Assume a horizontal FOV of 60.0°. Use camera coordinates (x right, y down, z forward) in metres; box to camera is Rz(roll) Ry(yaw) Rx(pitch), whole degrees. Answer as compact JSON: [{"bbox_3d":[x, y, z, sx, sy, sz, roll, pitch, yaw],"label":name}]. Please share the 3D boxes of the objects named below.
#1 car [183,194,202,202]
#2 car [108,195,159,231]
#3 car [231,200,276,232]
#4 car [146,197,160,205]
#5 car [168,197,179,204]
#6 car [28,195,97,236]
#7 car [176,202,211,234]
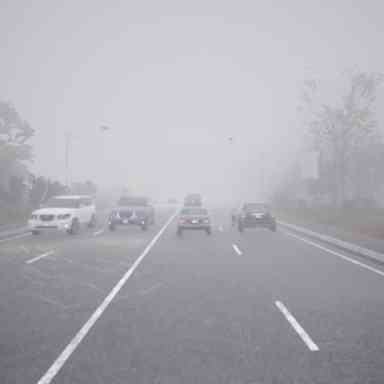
[{"bbox_3d":[0.108,1.223,41.502,2.150,2.045,5.566,0,0,0],"label":"car"},{"bbox_3d":[-3.596,1.222,20.728,2.150,2.045,5.566,0,0,0],"label":"car"},{"bbox_3d":[3.603,1.353,20.273,2.097,1.767,4.553,0,0,0],"label":"car"},{"bbox_3d":[-7.029,1.566,59.877,1.994,1.385,4.181,0,0,1],"label":"car"},{"bbox_3d":[-3.513,1.603,62.239,1.895,1.301,4.718,0,0,0],"label":"car"},{"bbox_3d":[-7.096,1.222,18.927,2.150,2.045,5.566,0,0,0],"label":"car"},{"bbox_3d":[0.105,1.548,19.360,2.033,1.411,5.357,0,0,0],"label":"car"}]
